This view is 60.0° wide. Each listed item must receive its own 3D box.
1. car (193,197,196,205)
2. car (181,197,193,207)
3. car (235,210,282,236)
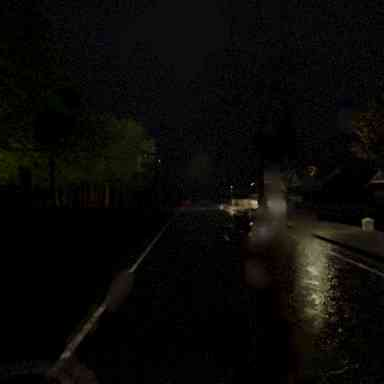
[{"bbox_3d":[0.001,2.302,88.753,2.150,2.045,5.566,0,-1,0],"label":"car"},{"bbox_3d":[-1.225,2.335,70.112,1.882,1.535,5.008,0,-1,0],"label":"car"},{"bbox_3d":[3.600,1.672,18.942,1.895,1.301,4.718,0,0,0],"label":"car"}]
